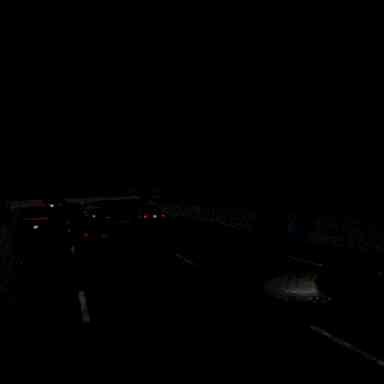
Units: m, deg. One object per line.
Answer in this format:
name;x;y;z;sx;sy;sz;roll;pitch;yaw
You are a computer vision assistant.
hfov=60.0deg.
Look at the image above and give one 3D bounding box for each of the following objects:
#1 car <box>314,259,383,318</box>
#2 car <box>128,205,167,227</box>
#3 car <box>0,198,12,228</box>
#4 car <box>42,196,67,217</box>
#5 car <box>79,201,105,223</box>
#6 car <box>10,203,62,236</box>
car;4.289;1.539;4.826;2.033;1.411;5.357;0;0;-21
car;-3.391;1.687;24.486;2.033;1.411;5.357;0;0;-21
car;-14.250;1.432;23.518;2.150;2.045;5.566;0;0;-21
car;-14.484;1.489;35.004;2.150;2.045;5.566;0;0;-17
car;-8.375;1.716;27.889;1.812;1.442;4.674;0;0;-20
car;-9.020;1.647;19.627;2.128;1.511;4.902;0;0;-21
